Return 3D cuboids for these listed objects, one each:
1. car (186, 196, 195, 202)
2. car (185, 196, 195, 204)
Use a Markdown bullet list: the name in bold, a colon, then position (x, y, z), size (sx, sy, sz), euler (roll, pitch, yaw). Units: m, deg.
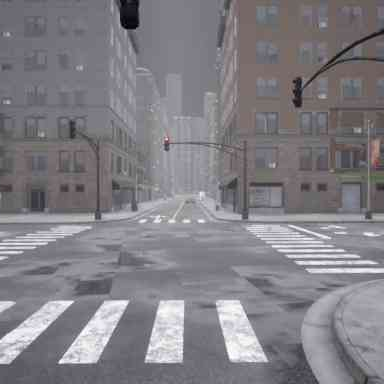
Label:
- **car**: position (-0.383, 1.484, 73.761), size (1.895, 1.301, 4.718), euler (0, 0, 0)
- **car**: position (-0.313, 1.650, 63.756), size (1.895, 1.301, 4.718), euler (0, 0, 0)
